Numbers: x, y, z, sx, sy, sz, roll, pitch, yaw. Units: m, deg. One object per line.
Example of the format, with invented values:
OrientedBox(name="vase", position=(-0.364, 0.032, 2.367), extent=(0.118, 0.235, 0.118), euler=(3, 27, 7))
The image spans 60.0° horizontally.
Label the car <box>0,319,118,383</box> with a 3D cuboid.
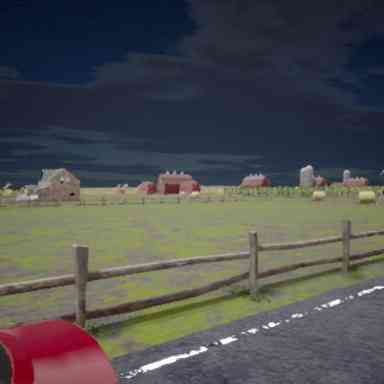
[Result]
OrientedBox(name="car", position=(-2.700, 1.483, 1.144), extent=(5.008, 1.535, 1.882), euler=(0, 0, -35))
